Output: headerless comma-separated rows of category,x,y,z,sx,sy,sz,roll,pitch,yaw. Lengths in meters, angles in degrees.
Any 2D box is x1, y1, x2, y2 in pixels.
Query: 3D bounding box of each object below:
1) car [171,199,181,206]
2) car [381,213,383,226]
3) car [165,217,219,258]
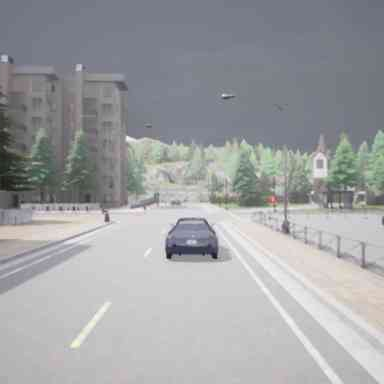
car,-3.547,2.348,73.703,1.994,1.385,4.181,0,-1,0
car,13.873,1.613,20.548,3.633,1.501,1.845,0,-1,0
car,0.015,1.711,13.464,1.994,1.385,4.181,0,-1,1
